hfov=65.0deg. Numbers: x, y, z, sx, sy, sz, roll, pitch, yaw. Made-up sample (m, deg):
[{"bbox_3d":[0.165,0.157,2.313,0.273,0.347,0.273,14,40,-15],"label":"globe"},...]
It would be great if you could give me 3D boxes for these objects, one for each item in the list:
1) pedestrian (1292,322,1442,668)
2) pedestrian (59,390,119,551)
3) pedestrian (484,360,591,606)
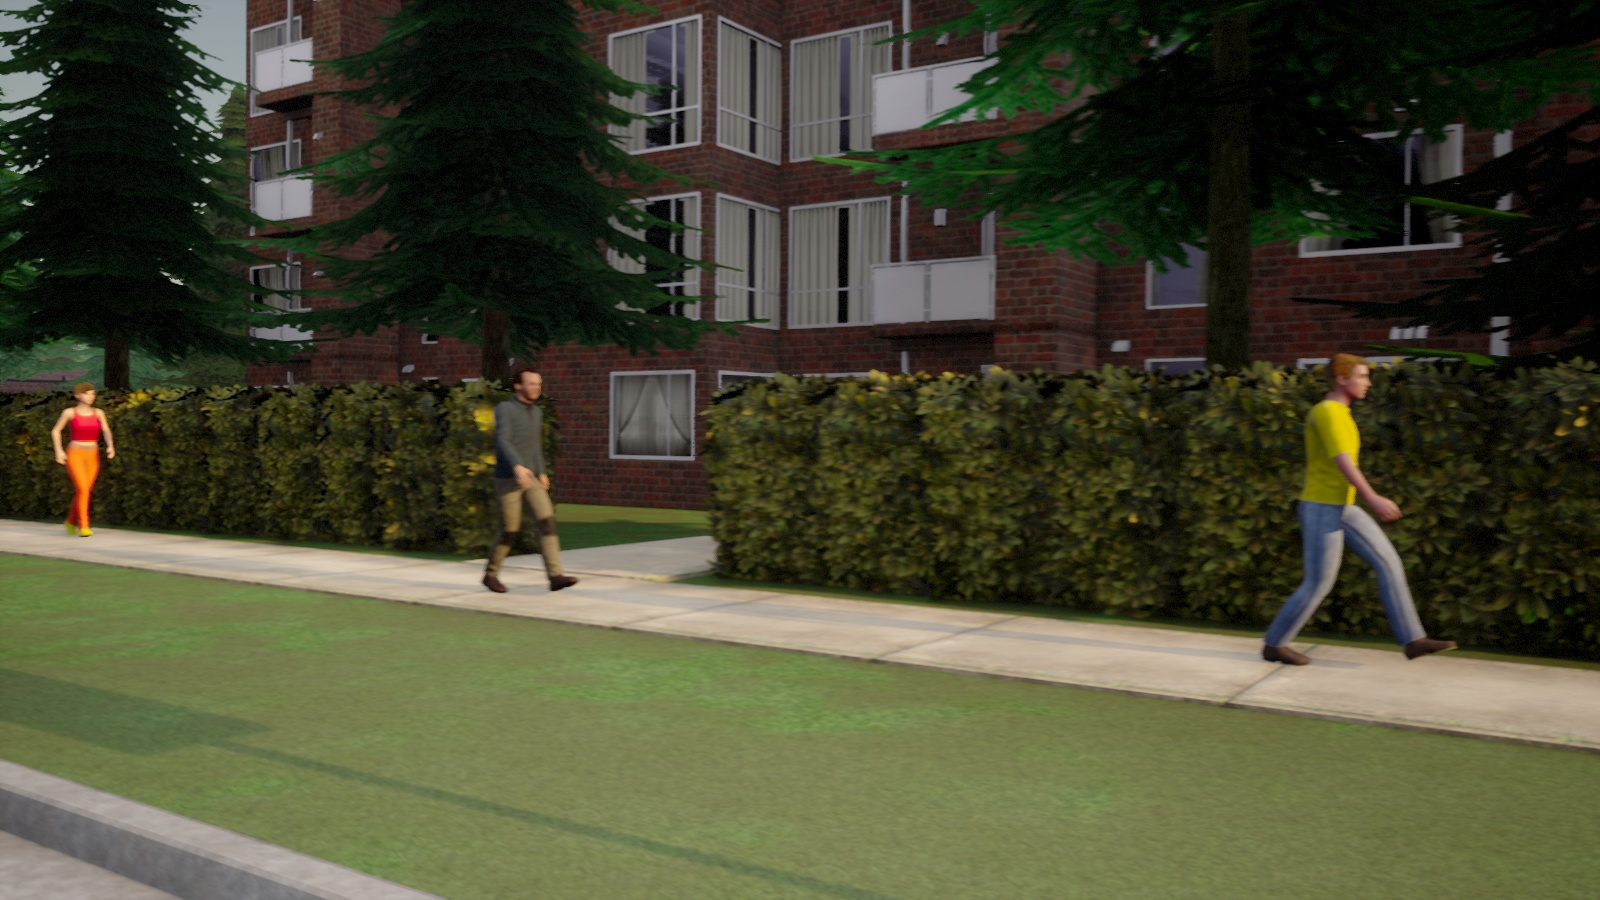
[{"bbox_3d":[3.158,0.236,6.999,0.706,1.836,0.354,0,1,33],"label":"pedestrian"},{"bbox_3d":[-8.278,0.236,14.618,0.594,1.836,0.345,0,1,34],"label":"pedestrian"},{"bbox_3d":[-2.043,0.245,9.784,0.726,1.842,0.402,0,1,34],"label":"pedestrian"}]
